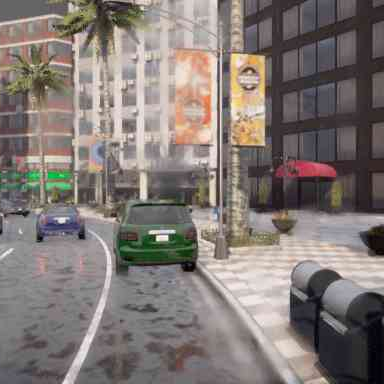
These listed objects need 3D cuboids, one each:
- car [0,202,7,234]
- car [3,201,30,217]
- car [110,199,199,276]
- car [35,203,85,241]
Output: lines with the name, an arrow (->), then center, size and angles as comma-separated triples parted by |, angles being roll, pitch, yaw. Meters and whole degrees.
car -> -10.158, 1.467, 15.823 | 1.882, 1.535, 5.008 | 0, 0, -26
car -> -16.659, 1.529, 30.466 | 5.357, 1.411, 2.033 | 0, 0, 44
car -> -1.387, 1.217, 10.697 | 2.150, 2.045, 5.566 | 0, 0, -14
car -> -6.784, 1.343, 16.926 | 2.097, 1.767, 4.553 | 0, 0, -25
